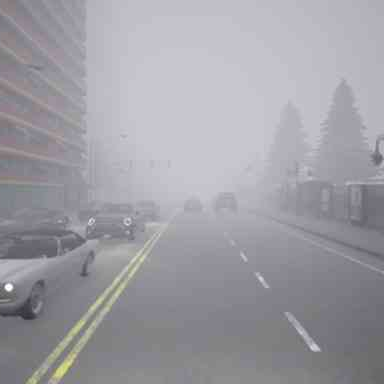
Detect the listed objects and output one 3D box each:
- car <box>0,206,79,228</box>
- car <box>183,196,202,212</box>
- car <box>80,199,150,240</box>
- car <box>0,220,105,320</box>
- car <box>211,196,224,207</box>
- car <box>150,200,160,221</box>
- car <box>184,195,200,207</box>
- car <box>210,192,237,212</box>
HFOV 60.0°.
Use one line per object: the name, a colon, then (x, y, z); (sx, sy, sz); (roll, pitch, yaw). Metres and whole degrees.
car: (-7.085, 1.433, 15.219); (1.837, 1.490, 4.892); (0, 0, 0)
car: (0.092, 1.396, 35.906); (1.994, 1.385, 4.181); (0, 0, 0)
car: (-3.578, 1.275, 16.347); (2.097, 1.767, 4.553); (0, 0, 0)
car: (-3.584, 1.566, 7.356); (1.895, 1.301, 4.718); (0, 0, 0)
car: (3.683, 1.302, 47.747); (1.812, 1.442, 4.674); (0, 0, 5)
car: (-3.570, 1.382, 26.225); (1.837, 1.490, 4.892); (0, 0, 0)
car: (0.008, 1.270, 47.490); (2.128, 1.511, 4.902); (0, 0, 0)
car: (3.492, 1.055, 35.567); (2.150, 2.045, 5.566); (0, 0, 0)
